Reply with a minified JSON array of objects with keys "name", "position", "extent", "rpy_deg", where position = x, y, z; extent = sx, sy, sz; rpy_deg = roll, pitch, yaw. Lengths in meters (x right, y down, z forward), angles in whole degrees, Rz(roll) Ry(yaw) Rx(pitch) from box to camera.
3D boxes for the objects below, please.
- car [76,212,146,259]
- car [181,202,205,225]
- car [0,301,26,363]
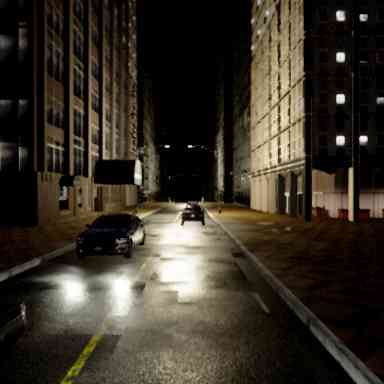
[{"name":"car","position":[-3.058,1.601,13.414],"extent":[1.882,1.535,5.008],"rpy_deg":[0,-1,0]},{"name":"car","position":[0.080,1.796,26.692],"extent":[2.033,1.411,5.357],"rpy_deg":[0,-1,0]},{"name":"car","position":[-3.093,1.621,2.103],"extent":[1.895,1.301,4.718],"rpy_deg":[0,-1,0]}]
